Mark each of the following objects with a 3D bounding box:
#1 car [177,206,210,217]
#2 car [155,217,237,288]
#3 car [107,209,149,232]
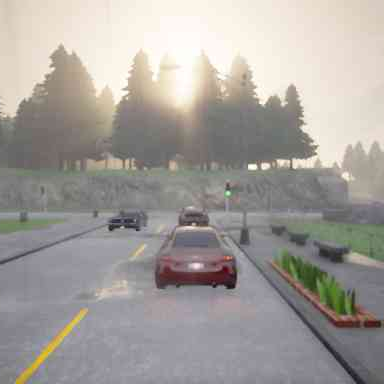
[{"bbox_3d":[0.100,1.655,21.452,1.837,1.490,4.892,0,-1,0],"label":"car"},{"bbox_3d":[0.098,1.631,9.417,1.994,1.385,4.181,0,0,0],"label":"car"},{"bbox_3d":[-4.007,1.750,21.370,1.895,1.301,4.718,0,0,0],"label":"car"}]
